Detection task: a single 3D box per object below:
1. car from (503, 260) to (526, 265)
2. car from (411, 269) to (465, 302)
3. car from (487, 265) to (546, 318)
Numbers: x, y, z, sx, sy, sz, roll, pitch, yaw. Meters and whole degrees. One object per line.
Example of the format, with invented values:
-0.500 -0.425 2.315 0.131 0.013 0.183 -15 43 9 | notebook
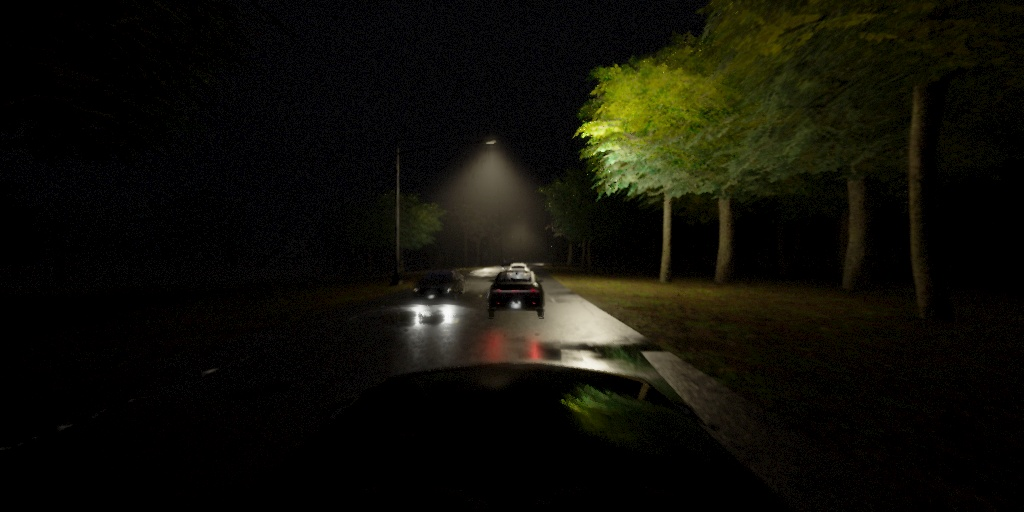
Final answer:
0.529 1.326 28.916 1.812 1.442 4.674 0 0 2 | car
-3.386 1.323 17.558 2.033 1.411 5.357 0 0 -1 | car
0.166 1.262 12.996 2.128 1.511 4.902 0 0 1 | car
